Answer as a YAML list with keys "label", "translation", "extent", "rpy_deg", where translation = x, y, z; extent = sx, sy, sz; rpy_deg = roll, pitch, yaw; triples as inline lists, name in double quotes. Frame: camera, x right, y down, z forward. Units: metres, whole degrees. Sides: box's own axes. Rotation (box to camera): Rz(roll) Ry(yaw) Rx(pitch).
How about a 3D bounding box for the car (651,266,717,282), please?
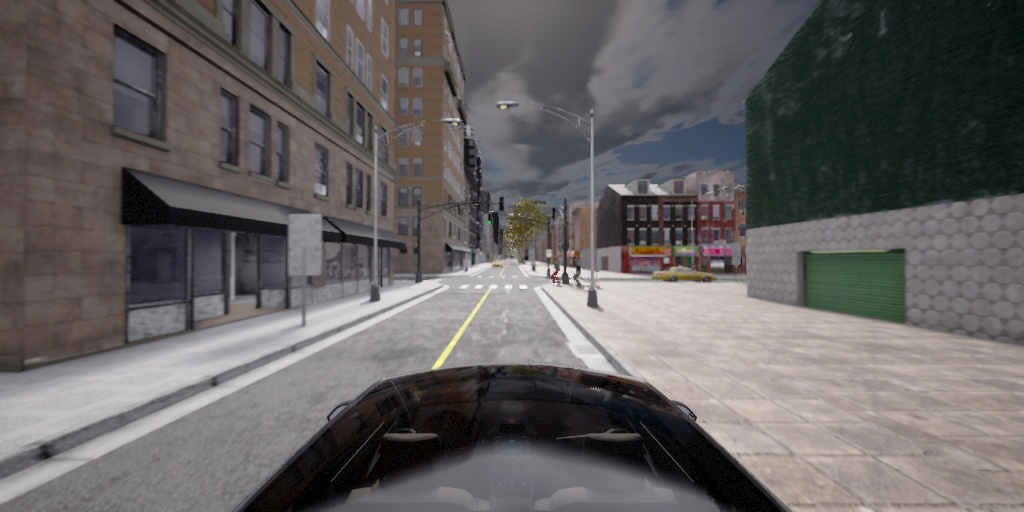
- label: "car"
  translation: [13.887, 1.458, 28.995]
  extent: [4.829, 1.417, 1.751]
  rpy_deg: [0, 0, 0]

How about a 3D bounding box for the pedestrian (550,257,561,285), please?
- label: "pedestrian"
  translation: [2.832, 0.981, 23.436]
  extent: [0.375, 1.860, 0.375]
  rpy_deg: [0, -1, 0]

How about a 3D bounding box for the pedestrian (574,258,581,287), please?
- label: "pedestrian"
  translation: [4.085, 0.992, 22.235]
  extent: [0.375, 1.860, 0.375]
  rpy_deg: [0, -1, 0]

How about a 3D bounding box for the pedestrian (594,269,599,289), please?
- label: "pedestrian"
  translation: [5.409, 1.395, 22.831]
  extent: [0.375, 1.300, 0.375]
  rpy_deg: [0, -1, 0]
